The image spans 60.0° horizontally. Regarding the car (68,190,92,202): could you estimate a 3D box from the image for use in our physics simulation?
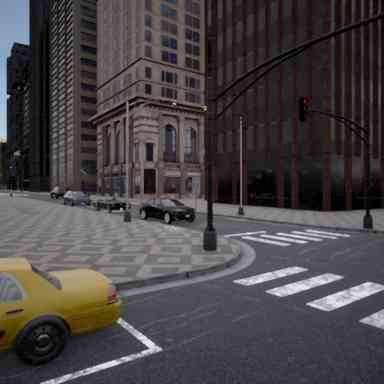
[{"bbox_3d":[-16.086,0.570,47.422,1.882,1.535,5.008,0,1,-35],"label":"car"}]

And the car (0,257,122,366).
[{"bbox_3d":[-3.359,1.525,4.253,4.829,1.417,1.752,0,0,-36],"label":"car"}]

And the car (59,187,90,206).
[{"bbox_3d":[-13.134,0.623,37.917,2.097,1.767,4.553,0,1,-36],"label":"car"}]

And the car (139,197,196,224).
[{"bbox_3d":[-1.713,1.124,21.966,1.882,1.535,5.008,0,1,-36],"label":"car"}]

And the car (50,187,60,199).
[{"bbox_3d":[-22.056,0.128,55.677,2.150,2.045,5.566,0,1,-36],"label":"car"}]

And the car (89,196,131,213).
[{"bbox_3d":[-7.173,1.066,29.583,1.895,1.301,4.718,0,1,-36],"label":"car"}]
